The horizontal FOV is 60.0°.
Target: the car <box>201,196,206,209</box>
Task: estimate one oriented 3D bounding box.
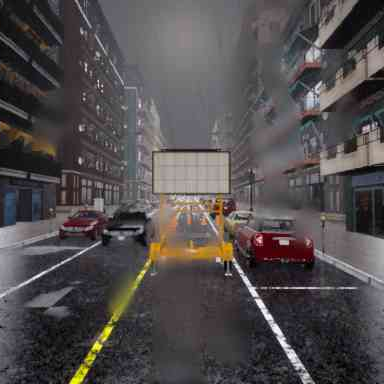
[{"bbox_3d":[2.607,1.558,45.455,1.752,1.417,4.829,2,0,0],"label":"car"}]

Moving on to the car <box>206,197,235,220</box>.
[{"bbox_3d":[2.607,1.334,28.291,2.192,1.841,5.009,2,0,0],"label":"car"}]

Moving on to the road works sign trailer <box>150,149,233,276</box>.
[{"bbox_3d":[-0.019,0.471,10.373,2.380,3.560,2.880,0,0,0],"label":"road works sign trailer"}]

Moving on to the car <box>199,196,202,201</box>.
[{"bbox_3d":[2.609,1.607,56.614,1.947,1.339,4.313,2,0,0],"label":"car"}]

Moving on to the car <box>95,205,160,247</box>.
[{"bbox_3d":[-2.746,1.535,15.237,1.812,1.442,4.674,0,0,0],"label":"car"}]

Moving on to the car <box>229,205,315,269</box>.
[{"bbox_3d":[2.597,1.448,11.298,1.967,1.590,4.097,2,0,0],"label":"car"}]

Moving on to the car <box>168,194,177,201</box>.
[{"bbox_3d":[-5.250,1.391,90.609,2.192,1.841,5.009,2,0,0],"label":"car"}]

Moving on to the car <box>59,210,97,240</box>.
[{"bbox_3d":[-5.285,1.593,16.970,1.802,1.307,4.206,2,0,0],"label":"car"}]

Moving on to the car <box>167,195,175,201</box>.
[{"bbox_3d":[-5.259,1.594,84.773,1.752,1.417,4.829,2,0,0],"label":"car"}]

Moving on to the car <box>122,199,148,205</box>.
[{"bbox_3d":[-5.281,1.585,28.299,1.947,1.339,4.313,2,0,0],"label":"car"}]

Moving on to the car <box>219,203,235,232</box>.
[{"bbox_3d":[2.596,1.537,17.132,1.752,1.417,4.829,2,0,0],"label":"car"}]

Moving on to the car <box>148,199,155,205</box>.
[{"bbox_3d":[-5.274,1.464,33.964,1.967,1.590,4.097,2,0,0],"label":"car"}]

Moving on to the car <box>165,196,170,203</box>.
[{"bbox_3d":[-5.270,1.586,56.622,1.887,1.381,4.507,2,0,0],"label":"car"}]

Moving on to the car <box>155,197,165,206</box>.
[{"bbox_3d":[-5.274,1.583,45.293,2.008,1.369,4.403,2,0,0],"label":"car"}]

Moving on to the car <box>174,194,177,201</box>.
[{"bbox_3d":[-5.261,1.588,79.109,1.752,1.417,4.829,2,0,0],"label":"car"}]

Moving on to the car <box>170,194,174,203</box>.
[{"bbox_3d":[-5.266,1.595,67.952,1.887,1.381,4.507,2,0,0],"label":"car"}]

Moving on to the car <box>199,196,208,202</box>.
[{"bbox_3d":[2.618,1.613,79.271,2.008,1.369,4.403,2,0,0],"label":"car"}]
